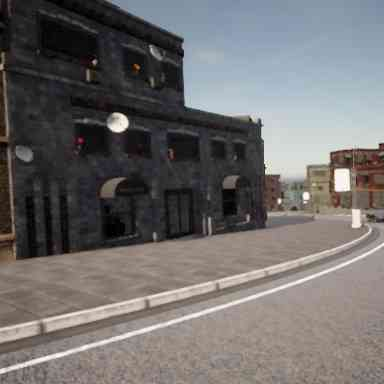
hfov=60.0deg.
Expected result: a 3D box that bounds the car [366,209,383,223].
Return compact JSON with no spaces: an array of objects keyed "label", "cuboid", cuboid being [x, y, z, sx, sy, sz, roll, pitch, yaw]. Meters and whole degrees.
[{"label":"car","cuboid":[19.806,2.518,34.950,2.033,1.411,5.357,-2,-3,14]}]
